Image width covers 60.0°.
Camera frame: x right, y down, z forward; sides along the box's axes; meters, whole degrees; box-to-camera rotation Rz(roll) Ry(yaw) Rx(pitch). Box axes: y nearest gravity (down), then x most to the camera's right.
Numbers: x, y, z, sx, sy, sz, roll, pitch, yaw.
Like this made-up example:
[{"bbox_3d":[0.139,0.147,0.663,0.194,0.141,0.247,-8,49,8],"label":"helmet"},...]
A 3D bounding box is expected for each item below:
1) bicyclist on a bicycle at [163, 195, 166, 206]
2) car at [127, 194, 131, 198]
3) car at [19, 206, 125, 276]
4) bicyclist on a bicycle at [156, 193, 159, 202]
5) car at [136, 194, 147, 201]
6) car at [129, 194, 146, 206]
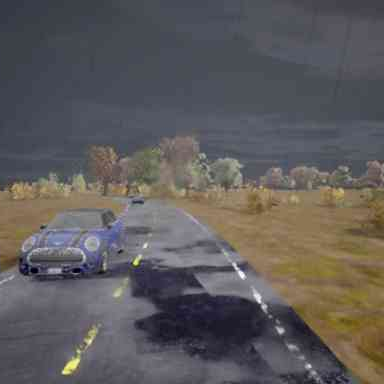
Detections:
[{"bbox_3d":[-4.163,1.242,50.151,0.582,1.620,1.656,0,0,-11],"label":"bicyclist on a bicycle"},{"bbox_3d":[-16.535,1.063,91.670,1.895,1.301,4.718,0,0,-21],"label":"car"},{"bbox_3d":[-3.405,1.307,10.274,2.097,1.767,4.553,0,0,-3],"label":"car"},{"bbox_3d":[-6.206,1.125,59.649,0.659,1.776,1.843,0,0,-13],"label":"bicyclist on a bicycle"},{"bbox_3d":[-11.852,1.220,77.444,1.812,1.442,4.674,0,0,-18],"label":"car"},{"bbox_3d":[-8.198,1.396,50.391,1.895,1.301,4.718,0,0,-11],"label":"car"}]
